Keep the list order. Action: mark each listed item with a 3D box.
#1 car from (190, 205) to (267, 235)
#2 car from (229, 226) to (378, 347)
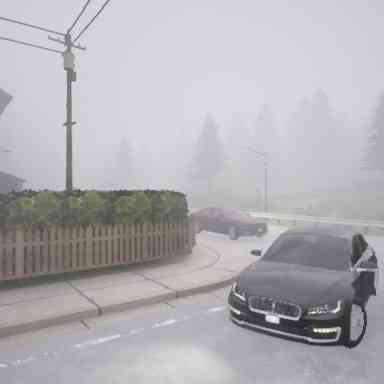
[{"bbox_3d":[1.776,1.475,17.376,1.882,1.535,5.008,0,0,-33],"label":"car"},{"bbox_3d":[2.468,1.505,6.565,1.837,1.490,4.892,0,0,34],"label":"car"}]
